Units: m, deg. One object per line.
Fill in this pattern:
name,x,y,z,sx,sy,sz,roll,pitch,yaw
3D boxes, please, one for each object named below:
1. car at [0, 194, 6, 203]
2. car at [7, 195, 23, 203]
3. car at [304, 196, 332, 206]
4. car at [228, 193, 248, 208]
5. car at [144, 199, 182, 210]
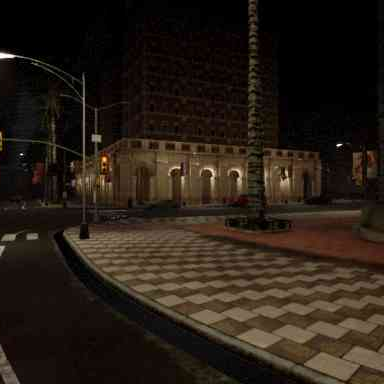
car,-39.855,1.355,67.798,2.097,1.767,4.553,0,0,-26
car,-36.152,1.595,68.191,1.895,1.301,4.718,0,0,-26
car,20.792,1.477,54.872,5.008,1.535,1.882,0,0,-26
car,7.983,1.221,48.589,5.566,2.045,2.150,0,0,-26
car,-3.735,1.601,42.855,4.718,1.301,1.895,0,0,-26
